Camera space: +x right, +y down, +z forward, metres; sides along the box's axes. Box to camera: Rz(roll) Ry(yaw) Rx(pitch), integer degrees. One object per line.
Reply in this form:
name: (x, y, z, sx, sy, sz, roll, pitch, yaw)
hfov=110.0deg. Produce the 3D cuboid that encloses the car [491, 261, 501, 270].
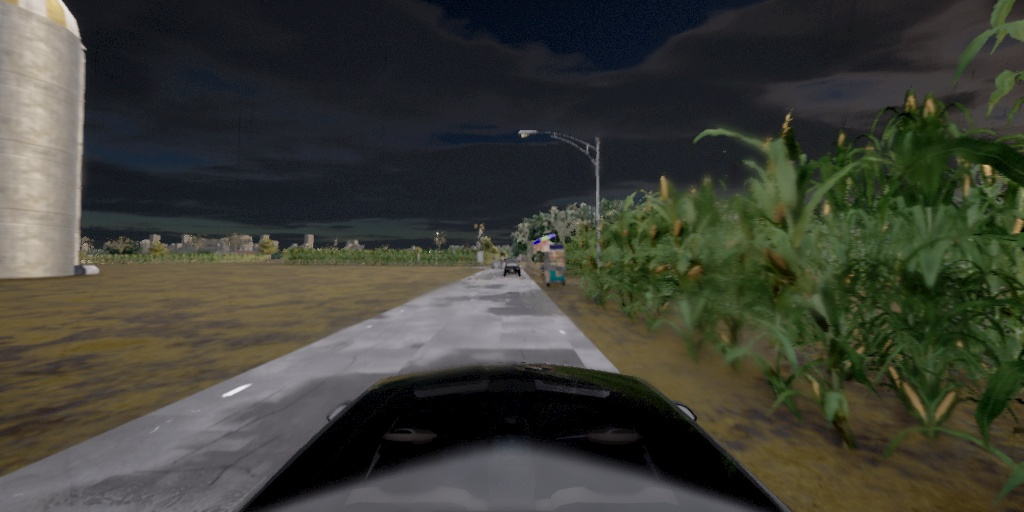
car: (-2.641, 1.619, 63.027, 2.128, 1.511, 4.902, 0, 0, 0)

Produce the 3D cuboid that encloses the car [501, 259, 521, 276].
car: (0.039, 1.444, 40.943, 1.882, 1.535, 5.008, 0, 0, 0)

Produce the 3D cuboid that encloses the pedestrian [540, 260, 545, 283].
pedestrian: (2.414, 1.198, 28.346, 0.375, 1.860, 0.375, 1, -2, 0)

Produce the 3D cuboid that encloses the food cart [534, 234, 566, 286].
food cart: (3.118, 0.353, 26.710, 2.280, 3.560, 4.660, 0, 0, 0)
